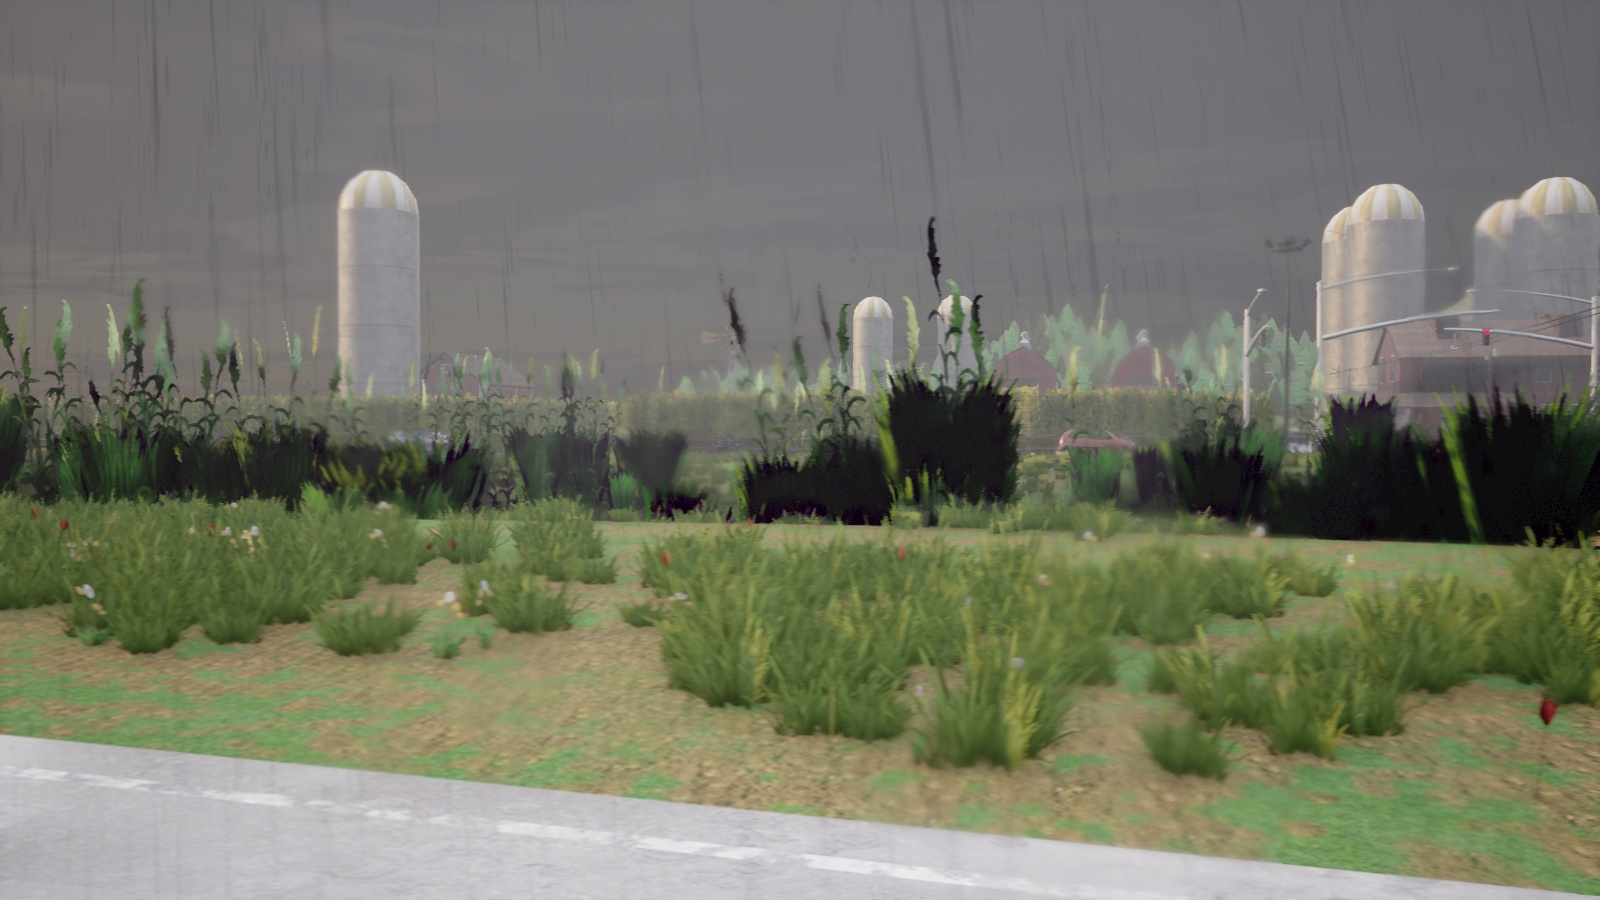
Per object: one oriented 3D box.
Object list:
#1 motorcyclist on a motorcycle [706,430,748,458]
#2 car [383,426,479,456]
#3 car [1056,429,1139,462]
[{"bbox_3d":[-4.085,-0.326,70.463,2.191,1.530,0.866,1,1,12],"label":"motorcyclist on a motorcycle"},{"bbox_3d":[-20.849,-0.527,70.974,4.856,1.649,2.033,1,1,12],"label":"car"},{"bbox_3d":[14.933,-0.241,63.106,3.988,1.617,1.851,1,1,12],"label":"car"}]
